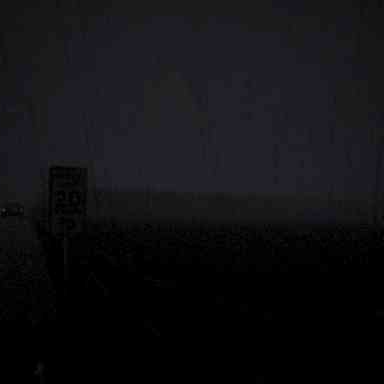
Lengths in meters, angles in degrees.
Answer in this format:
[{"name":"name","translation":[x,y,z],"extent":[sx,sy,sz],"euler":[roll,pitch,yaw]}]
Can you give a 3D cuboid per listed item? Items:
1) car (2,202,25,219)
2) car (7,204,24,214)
[{"name":"car","translation":[-19.561,1.928,36.491],"extent":[2.097,1.767,4.553],"euler":[2,-2,-27]},{"name":"car","translation":[-24.507,2.327,46.328],"extent":[1.895,1.301,4.718],"euler":[2,-2,-27]}]
